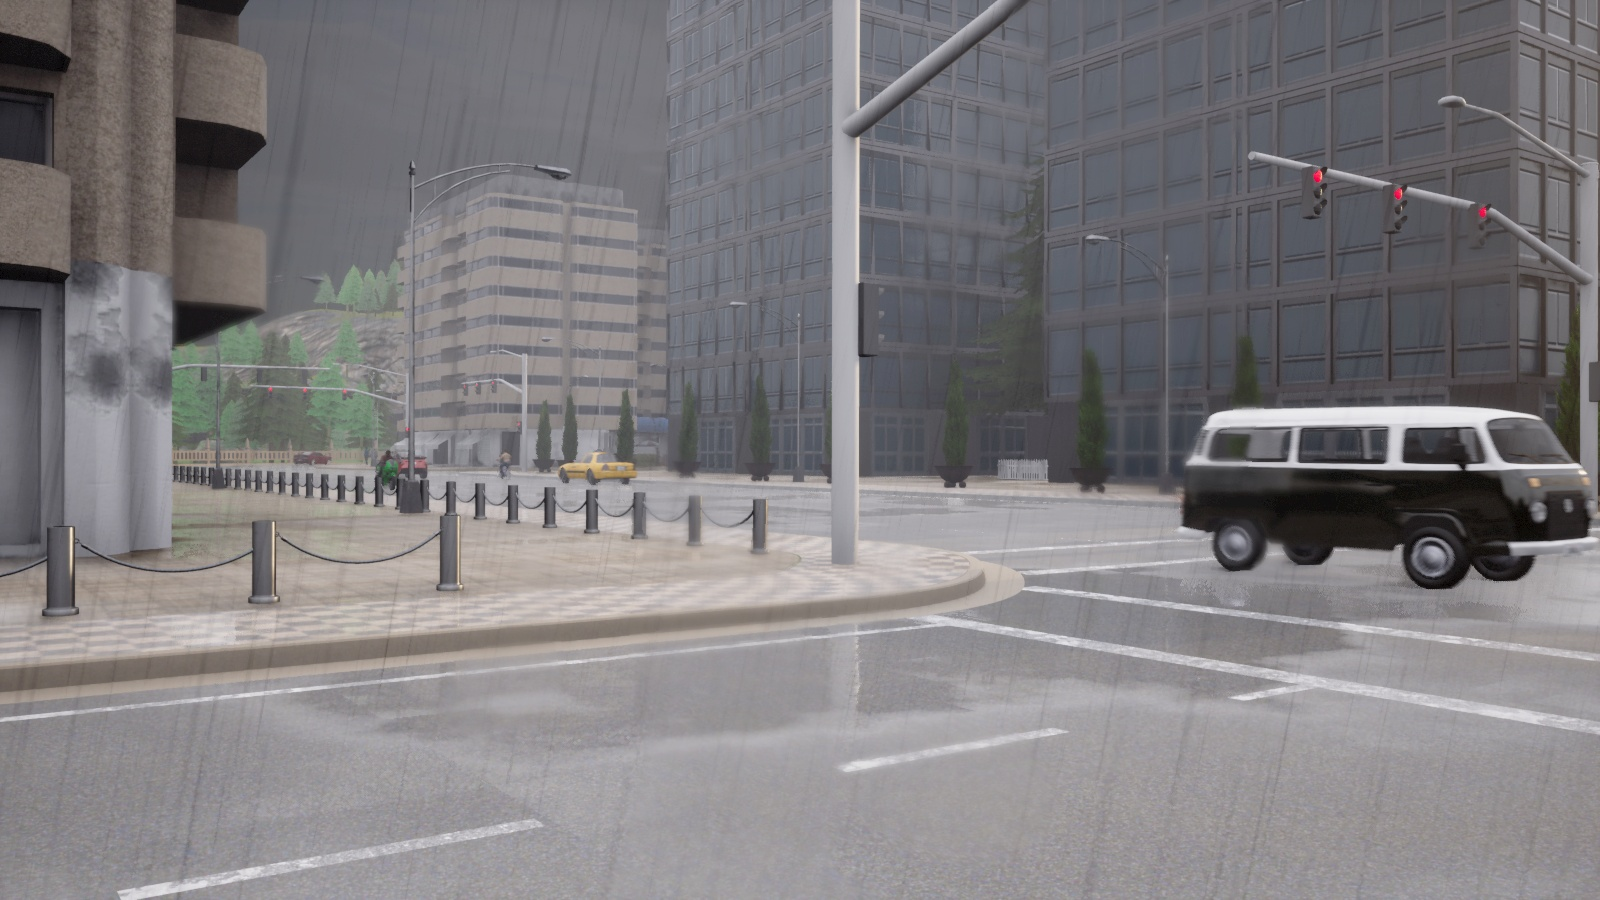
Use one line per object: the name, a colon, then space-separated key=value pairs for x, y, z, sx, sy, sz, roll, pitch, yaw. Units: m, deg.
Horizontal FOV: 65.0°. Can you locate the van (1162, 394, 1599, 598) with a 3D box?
van: x=6.815 y=0.464 z=14.937 sx=2.069 sy=2.038 sz=4.480 roll=0 pitch=0 yaw=-36

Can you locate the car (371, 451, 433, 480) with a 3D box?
car: x=-21.780 y=0.850 z=68.660 sx=2.007 sy=1.525 sz=4.514 roll=0 pitch=0 yaw=-34

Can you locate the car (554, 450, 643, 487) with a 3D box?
car: x=-9.093 y=0.785 z=56.288 sx=1.801 sy=1.575 sz=5.366 roll=0 pitch=0 yaw=-34

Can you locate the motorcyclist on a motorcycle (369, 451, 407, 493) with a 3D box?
motorcyclist on a motorcycle: x=-15.386 y=0.819 z=46.884 sx=0.797 sy=1.523 sz=2.044 roll=0 pitch=0 yaw=-34
